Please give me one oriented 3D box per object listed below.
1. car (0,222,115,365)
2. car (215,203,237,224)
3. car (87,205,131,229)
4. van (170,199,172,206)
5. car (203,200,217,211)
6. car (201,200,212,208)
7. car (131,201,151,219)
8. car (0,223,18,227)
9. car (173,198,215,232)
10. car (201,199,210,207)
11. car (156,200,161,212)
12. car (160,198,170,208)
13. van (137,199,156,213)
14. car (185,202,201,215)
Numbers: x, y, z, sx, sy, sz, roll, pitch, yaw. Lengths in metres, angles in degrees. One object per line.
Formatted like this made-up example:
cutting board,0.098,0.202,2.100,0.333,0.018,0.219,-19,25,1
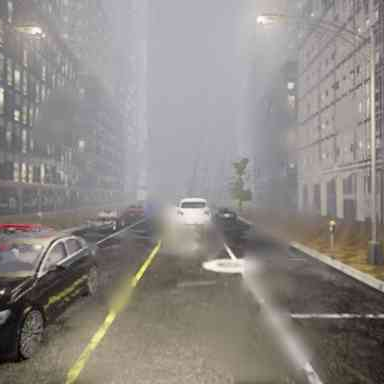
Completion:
car,-3.098,1.560,6.061,2.128,1.511,4.902,0,-1,0
car,2.709,1.871,27.897,1.947,1.339,4.313,0,-1,0
car,-5.675,1.794,22.222,2.008,1.369,4.403,0,-1,0
van,-5.649,2.062,67.760,1.690,1.788,3.998,0,-1,0
car,2.722,1.986,50.664,1.967,1.590,4.097,0,-1,0
car,2.727,2.245,62.046,1.802,1.307,4.206,0,-1,0
car,-5.669,1.910,33.606,1.887,1.381,4.507,0,-1,0
car,-5.681,1.702,10.837,1.802,1.307,4.206,0,-1,0
car,0.112,1.469,22.396,2.150,2.045,5.566,0,0,0
car,2.731,2.249,67.909,1.752,1.417,4.829,0,-1,0
car,-5.663,2.068,44.990,1.802,1.307,4.206,0,-1,0
car,-5.653,2.103,62.066,1.967,1.590,4.097,0,-1,0
van,-5.665,1.767,39.301,1.690,1.788,3.998,0,-1,0
car,0.116,1.975,41.479,1.812,1.442,4.674,0,-1,0
